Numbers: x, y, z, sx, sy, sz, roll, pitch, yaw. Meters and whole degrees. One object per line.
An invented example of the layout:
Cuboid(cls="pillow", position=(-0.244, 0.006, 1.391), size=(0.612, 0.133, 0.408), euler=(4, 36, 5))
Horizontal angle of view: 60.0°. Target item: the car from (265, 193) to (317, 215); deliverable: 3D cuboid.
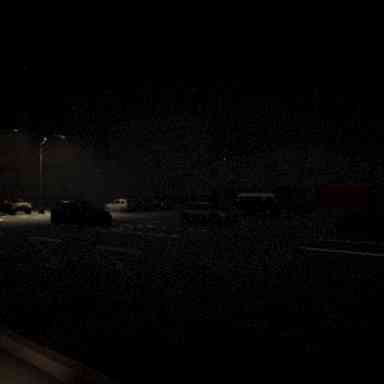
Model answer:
Cuboid(cls="car", position=(10.867, 1.231, 36.785), size=(4.605, 1.855, 1.932), euler=(0, 0, 36))

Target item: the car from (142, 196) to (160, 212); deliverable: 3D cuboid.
Cuboid(cls="car", position=(-6.126, 1.533, 38.859), size=(3.905, 1.438, 1.784), euler=(0, 0, 36))

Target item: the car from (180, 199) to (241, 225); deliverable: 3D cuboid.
Cuboid(cls="car", position=(1.080, 1.472, 23.011), size=(3.806, 1.475, 1.970), euler=(0, 0, 36))

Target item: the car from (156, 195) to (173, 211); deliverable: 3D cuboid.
Cuboid(cls="car", position=(-4.602, 1.323, 41.068), size=(4.605, 1.855, 1.932), euler=(0, 0, 36))

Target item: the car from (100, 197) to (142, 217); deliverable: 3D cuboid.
Cuboid(cls="car", position=(-7.817, 1.565, 36.508), size=(3.806, 1.475, 1.970), euler=(0, 0, 36))
